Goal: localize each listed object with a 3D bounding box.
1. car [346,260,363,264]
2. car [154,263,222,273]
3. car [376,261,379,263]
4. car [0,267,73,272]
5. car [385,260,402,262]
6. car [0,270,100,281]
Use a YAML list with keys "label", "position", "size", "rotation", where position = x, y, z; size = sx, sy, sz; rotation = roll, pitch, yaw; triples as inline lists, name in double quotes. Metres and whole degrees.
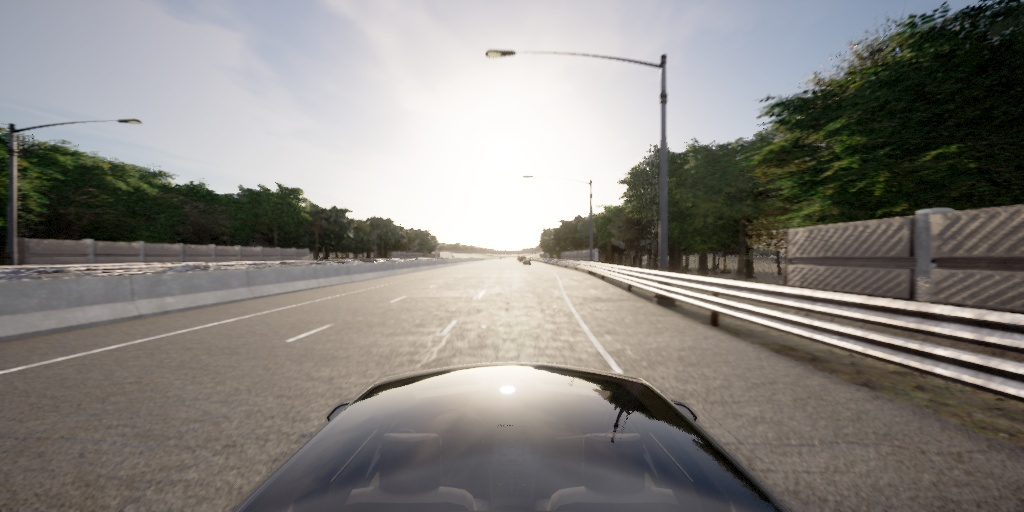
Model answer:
- label: "car"
  position: [-24.508, 1.352, 55.856]
  size: [1.994, 1.385, 4.181]
  rotation: [0, 0, 1]
- label: "car"
  position: [-27.336, 1.312, 30.587]
  size: [2.033, 1.411, 5.357]
  rotation: [0, 0, -3]
- label: "car"
  position: [-21.001, 1.398, 56.548]
  size: [1.895, 1.301, 4.718]
  rotation: [0, 0, 0]
- label: "car"
  position: [-21.083, 1.247, 15.553]
  size: [2.128, 1.511, 4.902]
  rotation: [0, 0, 0]
- label: "car"
  position: [-17.524, 1.292, 53.658]
  size: [1.837, 1.490, 4.892]
  rotation: [0, 0, 1]
- label: "car"
  position: [-17.593, 1.356, 13.108]
  size: [1.895, 1.301, 4.718]
  rotation: [0, 0, 0]
